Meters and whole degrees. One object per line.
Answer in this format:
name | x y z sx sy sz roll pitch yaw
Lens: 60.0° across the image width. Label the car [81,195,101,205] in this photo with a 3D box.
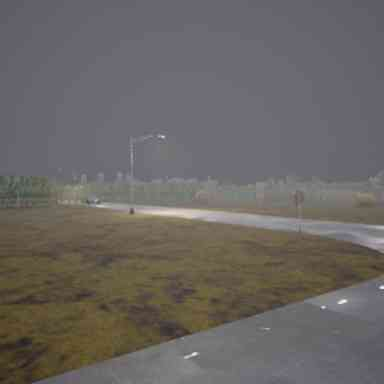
car | -15.855 1.227 52.042 2.128 1.511 4.902 -1 1 -36
